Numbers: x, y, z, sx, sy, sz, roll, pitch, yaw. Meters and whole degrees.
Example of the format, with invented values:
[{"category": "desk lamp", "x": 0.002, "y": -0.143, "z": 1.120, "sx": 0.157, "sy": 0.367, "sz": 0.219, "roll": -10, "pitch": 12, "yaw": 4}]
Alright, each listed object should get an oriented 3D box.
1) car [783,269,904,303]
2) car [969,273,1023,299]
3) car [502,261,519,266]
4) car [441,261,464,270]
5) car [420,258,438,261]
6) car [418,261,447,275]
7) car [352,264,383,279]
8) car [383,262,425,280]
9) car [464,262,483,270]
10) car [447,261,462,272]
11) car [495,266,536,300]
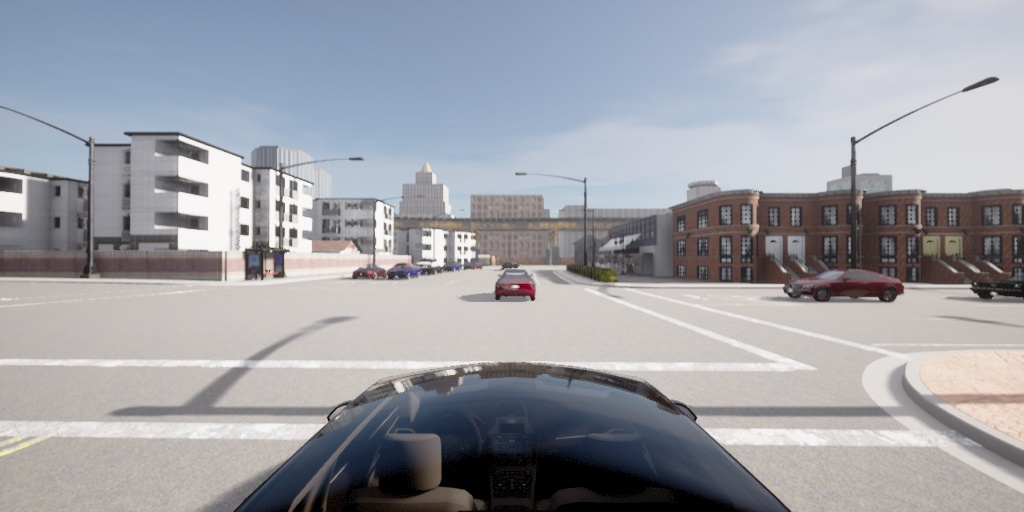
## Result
[{"category": "car", "x": 15.320, "y": 1.341, "z": 16.678, "sx": 4.674, "sy": 1.442, "sz": 1.812, "roll": 0, "pitch": 0, "yaw": 1}, {"category": "car", "x": 24.406, "y": 1.422, "z": 16.473, "sx": 4.718, "sy": 1.301, "sz": 1.895, "roll": 0, "pitch": 0, "yaw": 2}, {"category": "car", "x": -0.184, "y": 1.647, "z": 59.286, "sx": 1.837, "sy": 1.490, "sz": 4.892, "roll": -1, "pitch": -1, "yaw": 18}, {"category": "car", "x": -10.363, "y": 1.664, "z": 62.489, "sx": 1.837, "sy": 1.490, "sz": 4.892, "roll": 0, "pitch": 0, "yaw": 18}, {"category": "car", "x": -12.349, "y": 1.300, "z": 52.551, "sx": 2.150, "sy": 2.045, "sz": 5.566, "roll": 0, "pitch": 0, "yaw": 6}, {"category": "car", "x": -9.570, "y": 1.605, "z": 42.930, "sx": 1.895, "sy": 1.301, "sz": 4.718, "roll": 0, "pitch": 0, "yaw": 4}, {"category": "car", "x": -13.541, "y": 1.496, "z": 34.262, "sx": 1.994, "sy": 1.385, "sz": 4.181, "roll": 0, "pitch": 0, "yaw": 2}, {"category": "car", "x": -10.056, "y": 1.531, "z": 33.773, "sx": 1.895, "sy": 1.301, "sz": 4.718, "roll": 0, "pitch": 0, "yaw": 3}, {"category": "car", "x": -6.727, "y": 1.725, "z": 62.249, "sx": 1.994, "sy": 1.385, "sz": 4.181, "roll": 0, "pitch": 0, "yaw": 22}, {"category": "car", "x": -8.852, "y": 1.681, "z": 52.376, "sx": 1.895, "sy": 1.301, "sz": 4.718, "roll": 0, "pitch": 0, "yaw": 6}, {"category": "car", "x": 0.179, "y": 1.401, "z": 18.606, "sx": 1.994, "sy": 1.385, "sz": 4.181, "roll": 0, "pitch": 0, "yaw": 1}]
